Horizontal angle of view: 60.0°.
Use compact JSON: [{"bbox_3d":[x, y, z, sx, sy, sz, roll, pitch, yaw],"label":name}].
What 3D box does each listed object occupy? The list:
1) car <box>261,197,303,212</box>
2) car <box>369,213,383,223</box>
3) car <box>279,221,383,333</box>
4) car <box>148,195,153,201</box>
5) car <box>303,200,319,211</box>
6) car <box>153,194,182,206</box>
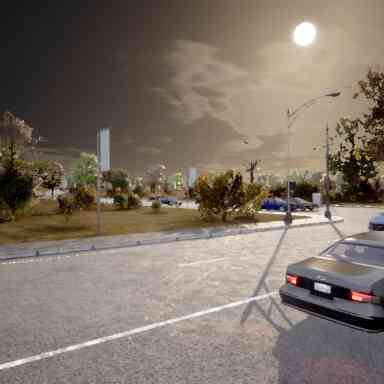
[{"bbox_3d":[8.876,1.319,35.813,1.882,1.535,5.008,-1,0,-40],"label":"car"},{"bbox_3d":[10.289,1.392,15.742,5.008,1.535,1.882,0,0,-35],"label":"car"},{"bbox_3d":[4.064,1.529,6.673,5.357,1.411,2.033,0,0,-36],"label":"car"},{"bbox_3d":[-7.825,1.261,73.344,1.882,1.535,5.008,-1,0,-38],"label":"car"},{"bbox_3d":[11.656,1.364,37.947,2.033,1.411,5.357,-1,0,-39],"label":"car"},{"bbox_3d":[-3.428,1.340,51.032,2.128,1.511,4.902,-1,0,-39],"label":"car"}]
